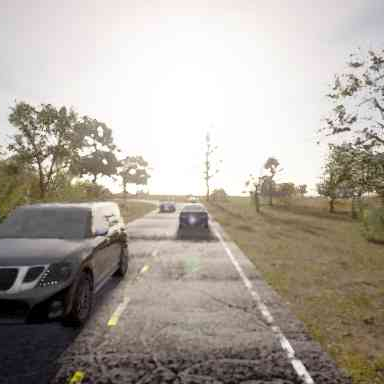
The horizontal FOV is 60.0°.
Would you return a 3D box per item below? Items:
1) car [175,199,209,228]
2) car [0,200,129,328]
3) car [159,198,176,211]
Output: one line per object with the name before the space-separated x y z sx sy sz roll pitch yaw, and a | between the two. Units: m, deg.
car | 0.098 1.492 22.395 1.882 1.535 5.008 0 0 0
car | -2.860 1.226 7.344 2.150 2.045 5.566 0 0 0
car | -2.901 1.510 40.143 2.128 1.511 4.902 0 0 -1
